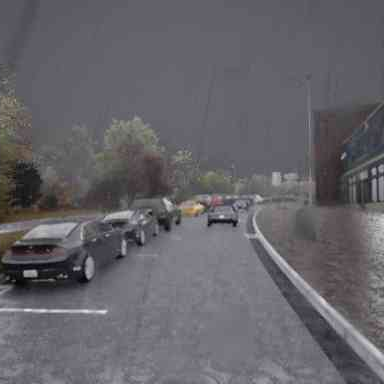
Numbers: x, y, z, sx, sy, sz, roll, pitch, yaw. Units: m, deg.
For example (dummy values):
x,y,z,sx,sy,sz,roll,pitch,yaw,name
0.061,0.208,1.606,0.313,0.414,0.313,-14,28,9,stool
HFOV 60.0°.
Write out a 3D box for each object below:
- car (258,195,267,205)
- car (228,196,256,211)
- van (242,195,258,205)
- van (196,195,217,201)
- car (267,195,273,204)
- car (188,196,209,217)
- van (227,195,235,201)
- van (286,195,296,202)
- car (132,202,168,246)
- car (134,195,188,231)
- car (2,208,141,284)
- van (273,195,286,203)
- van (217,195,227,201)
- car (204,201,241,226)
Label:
x,y,z,sx,sy,sz,roll,pitch,yaw,name
13.018,1.564,68.477,2.435,2.045,5.566,-2,0,25,car
6.229,1.585,40.957,2.033,1.411,5.357,-1,0,16,car
10.602,1.532,63.533,1.878,1.987,4.442,-2,0,23,van
1.183,1.306,37.254,1.878,1.987,4.442,-3,0,12,van
15.639,1.907,73.379,2.002,1.452,4.674,-2,0,28,car
-0.082,1.503,31.882,1.946,1.575,5.366,-3,0,14,car
4.384,1.377,47.970,1.878,1.987,4.442,-3,0,18,van
26.670,1.794,91.487,1.878,1.987,4.442,-2,0,31,van
-2.796,1.481,15.143,2.231,1.521,4.892,-3,0,6,car
-2.118,1.231,20.728,2.435,2.045,5.566,-3,0,8,car
-3.285,1.480,9.573,2.231,1.521,4.892,-3,0,5,car
21.320,1.728,83.096,1.878,1.987,4.442,-2,0,31,van
2.692,1.338,42.641,1.878,1.987,4.442,-3,0,17,van
2.212,1.548,23.223,1.994,1.385,4.181,0,0,9,car
